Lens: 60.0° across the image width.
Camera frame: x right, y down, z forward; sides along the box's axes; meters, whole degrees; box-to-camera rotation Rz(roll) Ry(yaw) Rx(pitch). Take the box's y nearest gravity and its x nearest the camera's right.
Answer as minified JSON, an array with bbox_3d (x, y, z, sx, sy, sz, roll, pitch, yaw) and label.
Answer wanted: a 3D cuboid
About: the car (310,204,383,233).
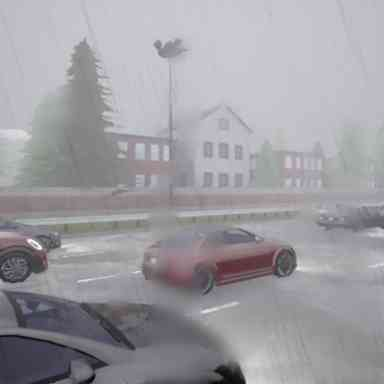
[{"bbox_3d":[9.386,1.465,19.034,5.357,1.411,2.033,0,0,-35],"label":"car"}]

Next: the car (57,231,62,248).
[{"bbox_3d":[-6.872,1.559,11.740,4.181,1.385,1.994,0,0,-35],"label":"car"}]

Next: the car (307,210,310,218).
[{"bbox_3d":[10.590,1.500,24.190,4.718,1.301,1.895,0,0,-35],"label":"car"}]

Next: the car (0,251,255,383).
[{"bbox_3d":[-1.546,1.563,2.643,4.181,1.385,1.994,0,0,-35],"label":"car"}]

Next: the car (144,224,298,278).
[{"bbox_3d":[0.816,1.539,8.625,4.181,1.385,1.994,0,0,-35],"label":"car"}]

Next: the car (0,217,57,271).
[{"bbox_3d":[-6.001,1.354,8.064,4.553,1.767,2.097,0,0,-36],"label":"car"}]
